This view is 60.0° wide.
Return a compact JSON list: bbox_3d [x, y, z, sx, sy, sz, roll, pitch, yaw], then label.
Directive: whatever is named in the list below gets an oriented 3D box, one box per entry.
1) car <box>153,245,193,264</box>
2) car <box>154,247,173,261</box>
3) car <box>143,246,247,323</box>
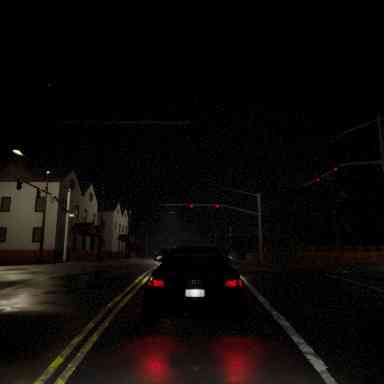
[{"bbox_3d":[-1.838,5.725,30.334,2.128,1.511,4.902,4,-12,-23],"label":"car"},{"bbox_3d":[-3.644,8.230,43.950,2.097,1.767,4.553,0,-11,0],"label":"car"},{"bbox_3d":[0.064,1.984,7.878,1.994,1.385,4.181,0,-7,0],"label":"car"}]
